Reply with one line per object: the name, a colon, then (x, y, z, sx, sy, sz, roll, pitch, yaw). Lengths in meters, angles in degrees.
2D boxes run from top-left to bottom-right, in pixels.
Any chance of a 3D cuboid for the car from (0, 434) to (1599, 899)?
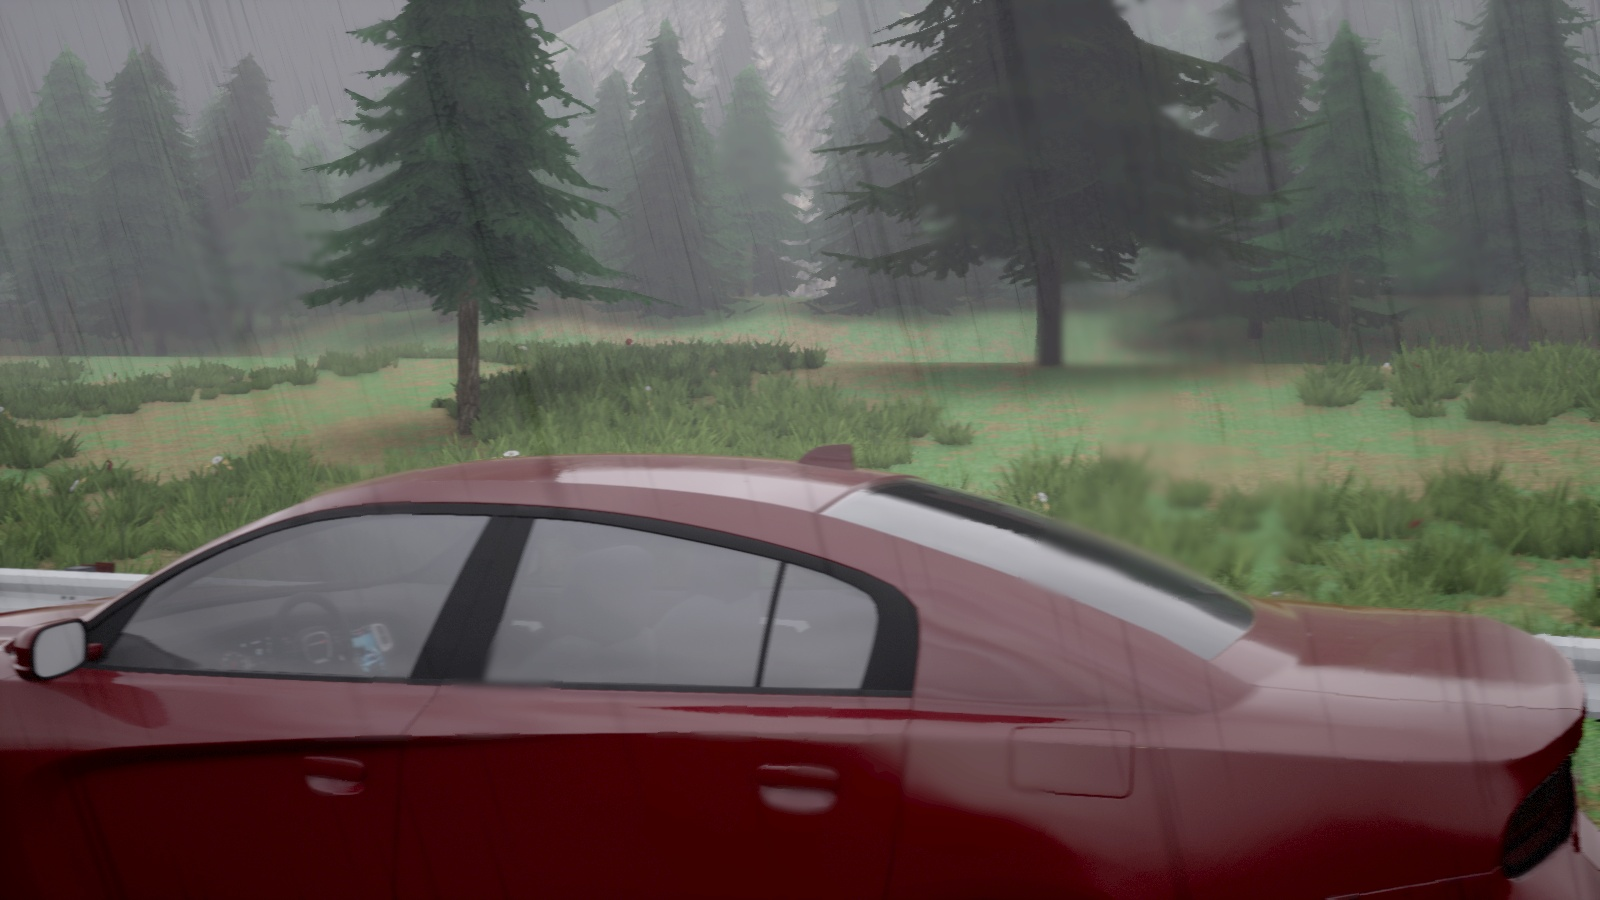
car: (-0.774, 0.742, 3.453, 5.008, 1.535, 1.882, 1, 1, 19)
